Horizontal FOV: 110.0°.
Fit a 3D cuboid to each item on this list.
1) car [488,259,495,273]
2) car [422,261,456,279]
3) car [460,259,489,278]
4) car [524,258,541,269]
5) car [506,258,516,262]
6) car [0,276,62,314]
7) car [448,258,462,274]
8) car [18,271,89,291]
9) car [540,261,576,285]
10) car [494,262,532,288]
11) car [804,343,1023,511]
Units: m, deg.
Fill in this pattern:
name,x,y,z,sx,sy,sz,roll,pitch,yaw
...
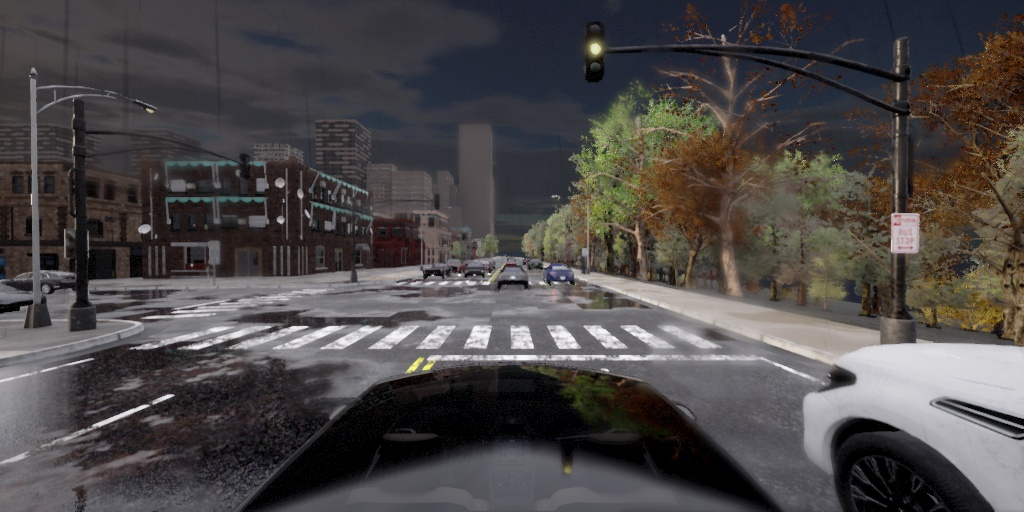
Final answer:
name,x,y,z,sx,sy,sz,roll,pitch,yaw
car,-3.423,1.254,44.006,1.812,1.442,4.674,0,0,0
car,-6.670,1.336,32.486,1.895,1.301,4.718,0,0,0
car,-3.438,1.282,33.875,2.033,1.411,5.357,0,0,-4
car,3.248,1.077,50.625,2.097,1.767,4.553,0,0,0
car,-0.131,1.281,63.600,1.994,1.385,4.181,0,0,0
car,-19.971,1.563,13.138,4.313,1.339,1.948,0,0,0
car,-6.672,1.082,41.571,2.097,1.767,4.553,0,0,0
car,-28.321,1.556,21.633,4.403,1.370,2.007,0,0,0
car,3.301,1.265,25.693,1.812,1.442,4.674,0,0,0
car,0.054,1.304,24.042,1.994,1.385,4.181,0,0,0
car,3.355,0.972,0.382,2.150,2.045,5.566,0,0,0
